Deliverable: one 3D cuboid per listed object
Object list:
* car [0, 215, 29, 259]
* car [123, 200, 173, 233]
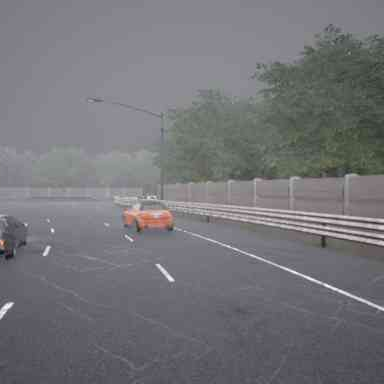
[{"bbox_3d":[-7.234,1.540,12.115,2.033,1.411,5.357,0,0,-20],"label":"car"},{"bbox_3d":[-2.763,1.354,19.963,2.097,1.767,4.553,0,0,-23],"label":"car"}]
